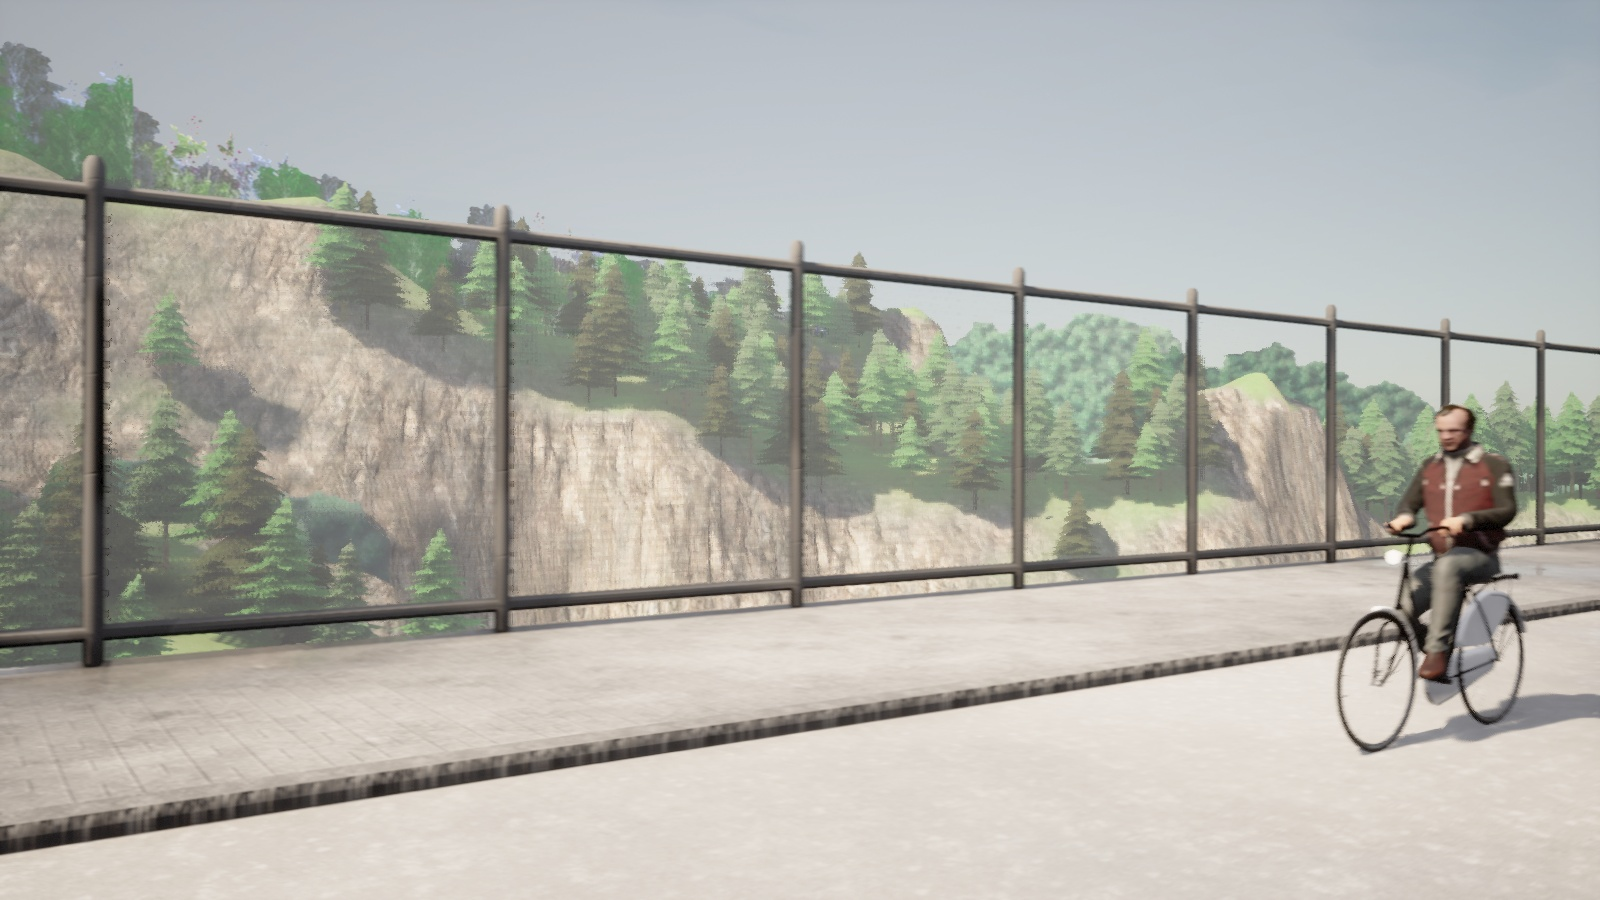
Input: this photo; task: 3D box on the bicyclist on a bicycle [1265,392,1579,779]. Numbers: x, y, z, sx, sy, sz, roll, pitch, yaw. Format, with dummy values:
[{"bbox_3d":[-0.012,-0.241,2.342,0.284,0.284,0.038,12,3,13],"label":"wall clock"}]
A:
[{"bbox_3d":[3.276,0.624,6.549,1.843,1.776,0.659,0,0,-35],"label":"bicyclist on a bicycle"}]
